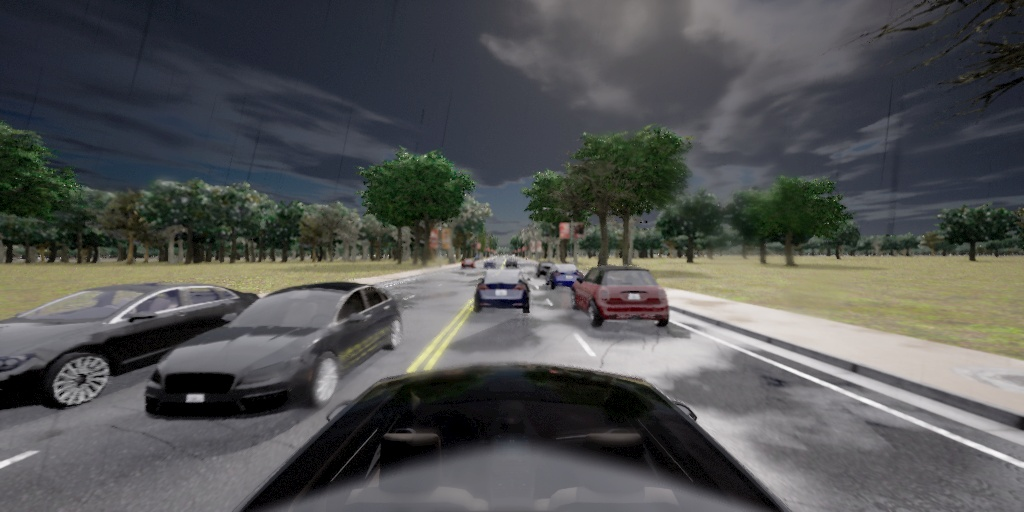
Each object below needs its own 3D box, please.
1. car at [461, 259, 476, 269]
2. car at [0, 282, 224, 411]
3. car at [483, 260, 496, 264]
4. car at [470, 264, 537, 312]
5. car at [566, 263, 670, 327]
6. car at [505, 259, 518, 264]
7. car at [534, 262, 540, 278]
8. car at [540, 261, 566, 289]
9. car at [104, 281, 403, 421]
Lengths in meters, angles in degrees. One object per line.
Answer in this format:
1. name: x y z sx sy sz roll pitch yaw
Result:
1. car: -6.668 1.192 54.997 1.882 1.535 5.008 0 0 0
2. car: -6.603 1.239 6.233 2.128 1.511 4.902 0 0 0
3. car: -3.414 1.260 56.132 2.033 1.411 5.357 0 0 0
4. car: -0.299 1.245 14.144 2.163 1.488 4.792 0 0 1
5. car: 3.244 1.095 11.659 2.097 1.767 4.553 0 0 0
6. car: -0.073 1.216 56.620 1.837 1.490 4.892 0 0 0
7. car: 3.193 1.232 33.700 1.837 1.490 4.892 0 0 0
8. car: 3.224 1.239 22.724 2.163 1.488 4.792 0 0 0
9. car: -3.353 1.252 6.221 1.837 1.490 4.892 0 0 0
